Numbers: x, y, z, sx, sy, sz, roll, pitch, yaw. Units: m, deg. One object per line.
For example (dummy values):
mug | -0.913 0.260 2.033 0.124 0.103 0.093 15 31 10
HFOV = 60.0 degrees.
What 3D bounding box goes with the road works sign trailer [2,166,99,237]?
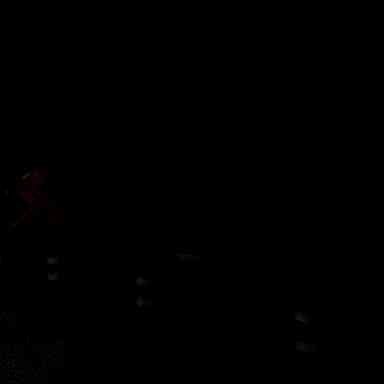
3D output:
road works sign trailer | -5.408 0.745 12.620 3.560 2.380 2.880 3 44 36
